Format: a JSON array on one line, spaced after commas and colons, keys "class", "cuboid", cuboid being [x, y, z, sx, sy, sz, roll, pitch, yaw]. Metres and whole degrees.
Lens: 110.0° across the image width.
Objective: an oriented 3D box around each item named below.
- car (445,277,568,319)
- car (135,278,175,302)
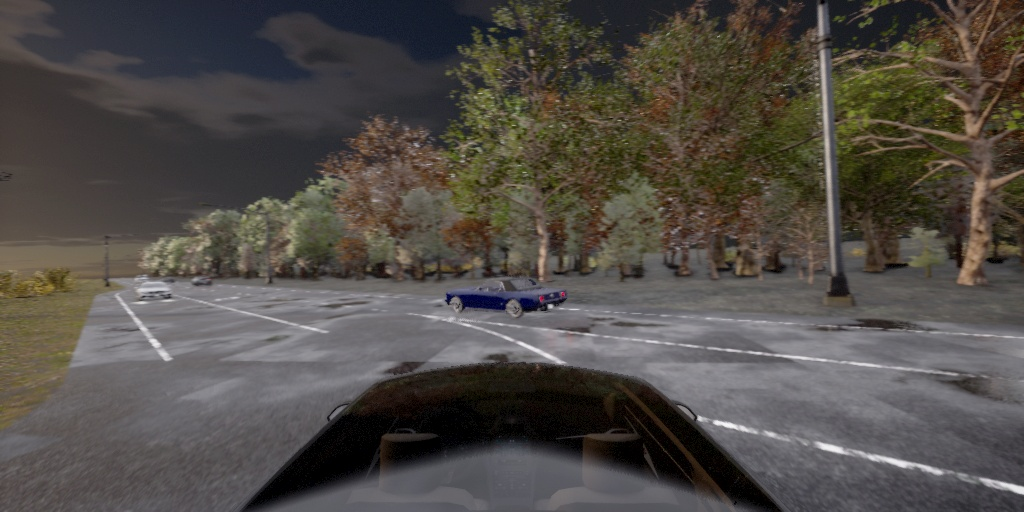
[{"class": "car", "cuboid": [-0.390, 1.466, 13.336, 4.718, 1.301, 1.895, -3, -1, 41]}, {"class": "car", "cuboid": [-29.136, 2.826, 29.163, 4.674, 1.442, 1.812, -3, -1, 41]}]
